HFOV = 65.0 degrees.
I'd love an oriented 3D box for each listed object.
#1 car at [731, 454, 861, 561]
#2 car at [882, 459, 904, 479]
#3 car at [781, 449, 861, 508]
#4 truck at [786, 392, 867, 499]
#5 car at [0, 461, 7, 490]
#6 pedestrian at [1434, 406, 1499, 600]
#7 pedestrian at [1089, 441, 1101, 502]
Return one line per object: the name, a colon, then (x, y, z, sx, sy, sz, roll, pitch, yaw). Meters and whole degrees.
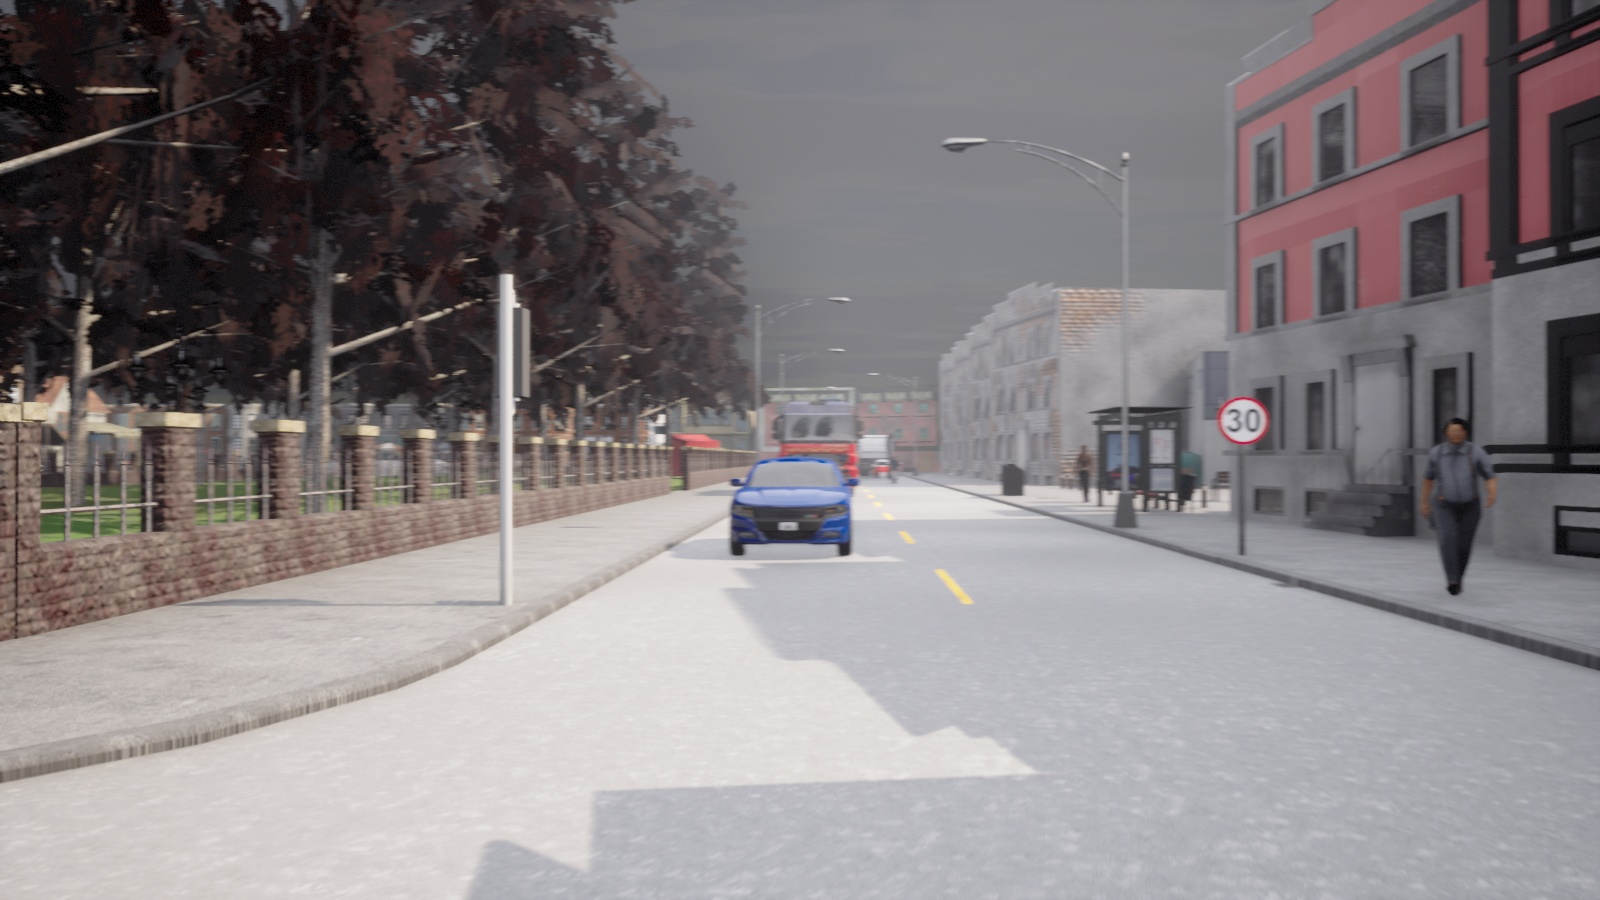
car: (0.060, 0.850, 20.680, 1.882, 1.535, 5.008, 0, 0, 3)
car: (6.600, 1.311, 89.240, 1.481, 1.376, 2.207, 0, 0, 2)
car: (0.693, 0.817, 37.761, 2.242, 1.667, 4.611, 0, 0, 2)
truck: (1.121, -0.124, 49.278, 2.891, 3.827, 8.468, 0, 0, 2)
car: (-43.578, 1.340, 65.632, 1.789, 1.549, 3.705, 0, 0, 2)
pedestrian: (6.572, 0.508, 12.384, 0.540, 1.848, 0.694, 0, 0, 28)
pedestrian: (8.899, 0.641, 37.872, 0.328, 1.805, 0.869, 0, 0, 13)
